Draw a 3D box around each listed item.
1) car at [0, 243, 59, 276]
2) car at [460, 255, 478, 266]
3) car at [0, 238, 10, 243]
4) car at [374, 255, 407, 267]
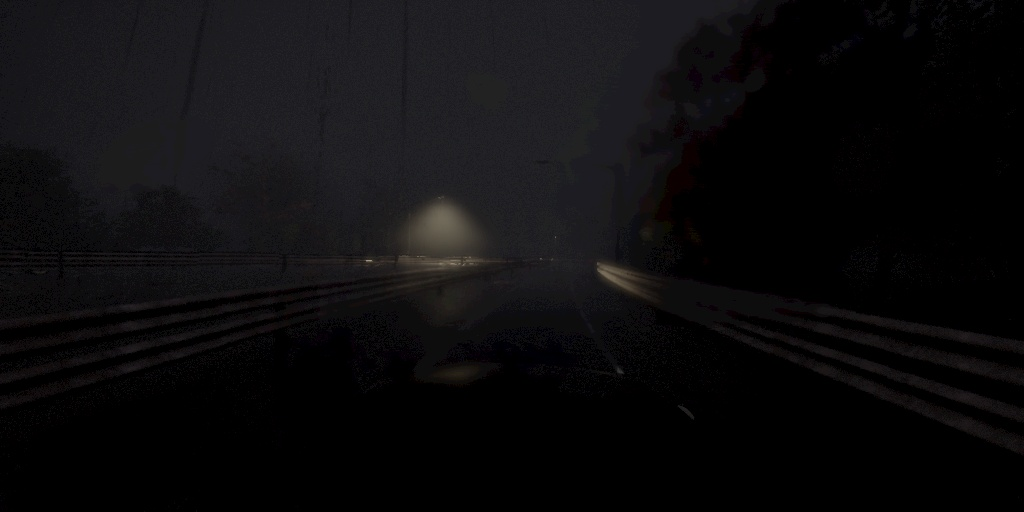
[{"bbox_3d":[-27.144,0.217,18.648,1.837,1.490,4.892,0,-1,32],"label":"car"},{"bbox_3d":[-7.332,0.793,64.748,2.097,1.767,4.553,0,-1,31],"label":"car"},{"bbox_3d":[-30.116,-0.090,20.494,2.150,2.045,5.566,0,-1,32],"label":"car"},{"bbox_3d":[-16.621,0.686,49.347,2.128,1.511,4.902,0,-1,31],"label":"car"}]
